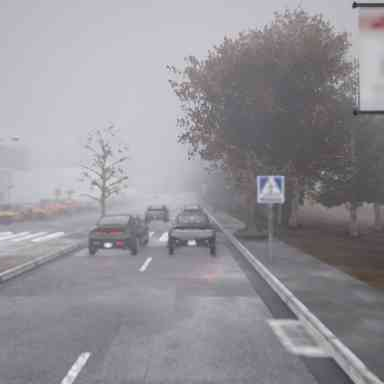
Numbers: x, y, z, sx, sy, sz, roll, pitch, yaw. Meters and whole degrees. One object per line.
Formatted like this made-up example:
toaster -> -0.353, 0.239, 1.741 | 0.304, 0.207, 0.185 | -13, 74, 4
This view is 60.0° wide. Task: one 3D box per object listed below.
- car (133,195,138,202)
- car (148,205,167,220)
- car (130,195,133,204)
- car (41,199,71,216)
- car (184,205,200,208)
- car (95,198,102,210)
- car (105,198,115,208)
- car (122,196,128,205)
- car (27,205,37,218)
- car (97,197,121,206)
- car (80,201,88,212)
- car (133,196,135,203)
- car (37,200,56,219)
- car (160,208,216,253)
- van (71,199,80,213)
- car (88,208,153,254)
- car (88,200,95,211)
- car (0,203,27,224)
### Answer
car -> -16.840, 2.269, 83.675 | 4.792, 1.488, 2.163 | -1, 0, -20
car -> -3.000, 1.860, 29.318 | 2.128, 1.511, 4.902 | 0, -1, 0
car -> -16.840, 2.105, 77.685 | 4.553, 1.767, 2.185 | -1, 0, -20
car -> -16.857, 1.886, 38.890 | 4.553, 1.767, 2.185 | 0, -1, -20
car -> -0.001, 1.875, 29.310 | 1.837, 1.490, 4.892 | 0, -1, 0
car -> -16.707, 2.141, 50.889 | 5.366, 1.575, 1.946 | -1, -1, -20
car -> -16.872, 2.237, 59.773 | 4.674, 1.452, 2.002 | -1, 0, -20
car -> -16.850, 1.966, 68.742 | 5.566, 2.045, 2.435 | -1, 0, -20
car -> -16.915, 1.900, 29.917 | 4.792, 1.488, 2.163 | 0, -1, -20
car -> -16.904, 1.956, 62.745 | 5.566, 2.045, 2.435 | -1, 0, -20
car -> -16.877, 2.128, 44.848 | 4.674, 1.452, 2.002 | -1, 0, -20
car -> -16.862, 2.275, 80.657 | 4.674, 1.452, 2.002 | -1, 0, -20
car -> -16.714, 1.915, 32.979 | 5.366, 1.575, 1.946 | 0, -1, -20
car -> 0.002, 1.646, 14.310 | 2.128, 1.511, 4.902 | 0, -1, 0
van -> -16.778, 1.827, 41.919 | 4.442, 1.987, 1.878 | 0, -1, -20
car -> -2.998, 1.662, 14.304 | 1.837, 1.490, 4.892 | 0, 0, 0
car -> -16.907, 2.152, 47.820 | 4.792, 1.488, 2.163 | -1, 0, -20
car -> -16.717, 1.818, 27.014 | 5.366, 1.575, 1.946 | 0, -1, -20
